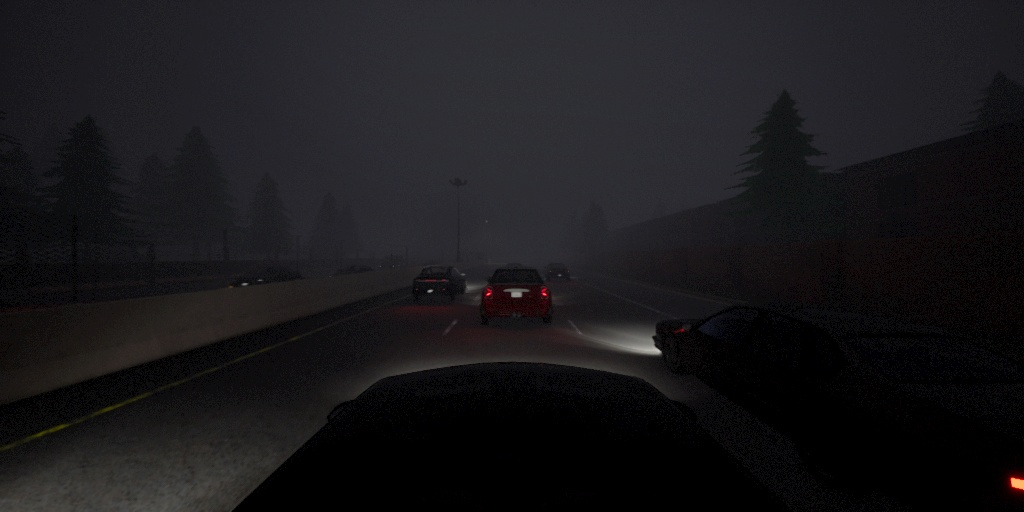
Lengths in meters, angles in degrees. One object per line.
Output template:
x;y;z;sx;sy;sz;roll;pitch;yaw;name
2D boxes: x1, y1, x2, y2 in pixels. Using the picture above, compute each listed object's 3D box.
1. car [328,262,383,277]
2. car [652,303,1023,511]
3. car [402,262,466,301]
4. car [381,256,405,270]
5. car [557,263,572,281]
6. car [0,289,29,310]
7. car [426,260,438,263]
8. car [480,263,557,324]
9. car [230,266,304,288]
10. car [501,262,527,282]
-10.529;1.303;23.928;1.994;1.385;4.181;0;0;0;car
3.601;1.302;4.458;2.033;1.411;5.357;0;0;0;car
-3.358;1.239;17.177;2.128;1.511;4.902;0;0;0;car
-17.413;0.951;52.420;2.150;2.045;5.566;0;0;1;car
3.667;1.284;29.804;1.812;1.442;4.674;0;0;0;car
-17.581;1.329;10.060;1.895;1.301;4.718;0;0;0;car
-13.839;1.352;62.058;1.895;1.301;4.718;0;0;1;car
0.131;1.103;12.184;2.097;1.767;4.553;0;0;0;car
-14.045;1.298;20.822;1.994;1.385;4.181;0;0;0;car
0.159;1.302;30.783;2.033;1.411;5.357;0;0;1;car
